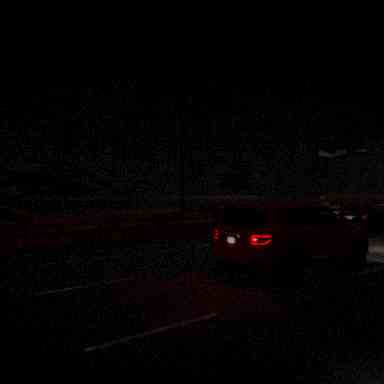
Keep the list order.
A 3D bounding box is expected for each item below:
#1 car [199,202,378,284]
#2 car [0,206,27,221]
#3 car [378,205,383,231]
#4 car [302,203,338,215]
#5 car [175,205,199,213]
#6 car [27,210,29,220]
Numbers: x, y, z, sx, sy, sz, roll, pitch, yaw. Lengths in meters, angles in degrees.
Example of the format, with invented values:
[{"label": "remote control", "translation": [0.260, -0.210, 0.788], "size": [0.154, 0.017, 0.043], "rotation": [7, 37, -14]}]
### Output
[{"label": "car", "translation": [3.151, 1.324, 10.150], "size": [5.566, 2.045, 2.150], "rotation": [0, 0, -37]}, {"label": "car", "translation": [-14.463, 1.938, 23.772], "size": [4.181, 1.385, 1.994], "rotation": [0, -1, -35]}, {"label": "car", "translation": [10.710, 1.520, 20.134], "size": [4.553, 1.767, 2.097], "rotation": [0, -1, -36]}, {"label": "car", "translation": [15.922, 2.033, 41.213], "size": [4.718, 1.301, 1.895], "rotation": [0, -1, -35]}, {"label": "car", "translation": [0.520, 1.795, 25.967], "size": [4.902, 1.511, 2.128], "rotation": [0, -1, -36]}, {"label": "car", "translation": [-15.986, 1.899, 26.976], "size": [5.008, 1.535, 1.882], "rotation": [0, -1, -36]}]
